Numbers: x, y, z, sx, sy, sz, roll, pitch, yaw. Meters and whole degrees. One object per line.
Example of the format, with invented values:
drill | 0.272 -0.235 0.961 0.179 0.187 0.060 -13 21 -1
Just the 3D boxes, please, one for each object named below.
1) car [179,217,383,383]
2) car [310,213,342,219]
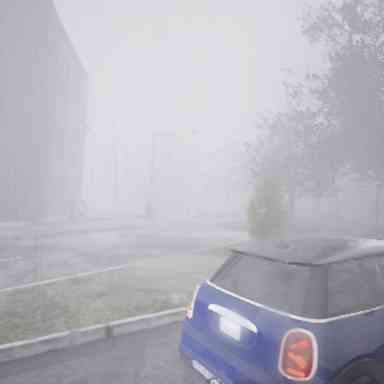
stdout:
car | 2.182 1.378 4.397 4.553 1.767 2.097 1 0 -32
car | 21.664 4.073 52.653 5.357 1.411 2.033 3 -2 -3
